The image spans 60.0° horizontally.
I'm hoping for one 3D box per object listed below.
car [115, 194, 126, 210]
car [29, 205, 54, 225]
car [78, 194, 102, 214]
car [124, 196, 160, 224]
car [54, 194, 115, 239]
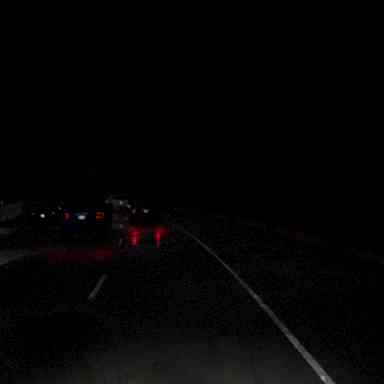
[{"bbox_3d":[-9.335,1.294,41.118,2.150,2.045,5.566,0,0,-24],"label":"car"},{"bbox_3d":[-11.021,1.647,25.254,1.994,1.385,4.181,0,0,-16],"label":"car"},{"bbox_3d":[-11.751,1.310,37.979,2.150,2.045,5.566,0,0,-22],"label":"car"},{"bbox_3d":[-3.724,1.381,25.047,2.097,1.767,4.553,0,0,-15],"label":"car"},{"bbox_3d":[-5.558,1.264,17.908,2.150,2.045,5.566,0,0,-11],"label":"car"}]
